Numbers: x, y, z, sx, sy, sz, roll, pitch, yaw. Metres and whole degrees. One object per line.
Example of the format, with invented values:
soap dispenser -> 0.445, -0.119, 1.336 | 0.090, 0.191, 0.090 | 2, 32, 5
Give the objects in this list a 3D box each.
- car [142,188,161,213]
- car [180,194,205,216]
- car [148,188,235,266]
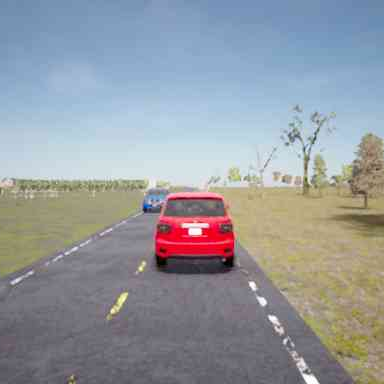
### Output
car -> -2.880, 0.651, 28.586 | 2.150, 2.045, 5.566 | 0, 1, 0
car -> 0.056, 0.963, 27.250 | 1.837, 1.490, 4.892 | 0, 1, 0
car -> 0.077, 1.007, 10.836 | 2.150, 2.045, 5.566 | 0, 1, 0
